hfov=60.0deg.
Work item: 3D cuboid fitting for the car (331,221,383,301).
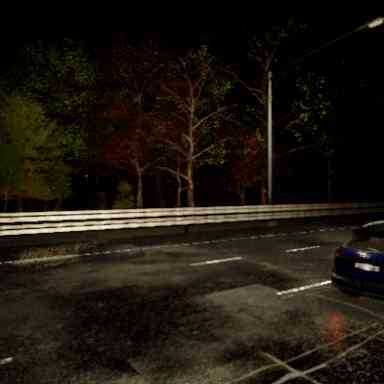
[{"bbox_3d":[5.066,1.447,7.322,4.856,1.649,2.033,0,0,-34],"label":"car"}]
